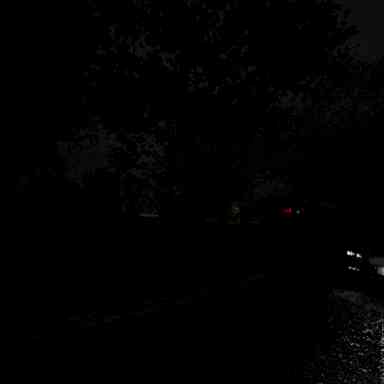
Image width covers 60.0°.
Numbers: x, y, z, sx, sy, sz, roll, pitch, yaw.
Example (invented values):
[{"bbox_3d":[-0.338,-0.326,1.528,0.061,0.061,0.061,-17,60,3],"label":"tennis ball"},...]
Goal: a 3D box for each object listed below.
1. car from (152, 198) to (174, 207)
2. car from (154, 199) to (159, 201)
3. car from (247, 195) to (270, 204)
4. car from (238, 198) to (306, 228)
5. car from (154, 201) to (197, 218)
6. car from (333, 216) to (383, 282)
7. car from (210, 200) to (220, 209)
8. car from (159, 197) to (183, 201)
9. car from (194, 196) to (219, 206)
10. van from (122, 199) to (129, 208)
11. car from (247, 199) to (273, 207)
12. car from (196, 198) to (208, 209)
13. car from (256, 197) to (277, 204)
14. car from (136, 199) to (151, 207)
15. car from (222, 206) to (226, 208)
[{"bbox_3d":[-5.905,2.119,67.200,2.097,1.535,5.008,0,0,-36],"label":"car"},{"bbox_3d":[-8.054,2.118,65.395,1.946,1.575,5.366,0,0,-36],"label":"car"},{"bbox_3d":[16.761,1.915,83.695,2.435,2.045,5.566,0,0,-36],"label":"car"},{"bbox_3d":[5.884,1.536,25.063,2.150,2.045,5.566,4,-4,-31],"label":"car"},{"bbox_3d":[-2.081,2.072,36.611,2.128,1.511,4.902,4,-3,-35],"label":"car"},{"bbox_3d":[5.222,1.498,9.629,2.128,1.511,4.902,2,1,22],"label":"car"},{"bbox_3d":[2.077,2.158,56.829,2.002,1.452,4.674,0,0,-36],"label":"car"},{"bbox_3d":[-2.437,1.872,53.566,2.435,2.045,5.566,0,0,-36],"label":"car"},{"bbox_3d":[3.172,1.878,73.784,2.435,2.045,5.566,0,0,-36],"label":"car"},{"bbox_3d":[-12.761,1.902,62.333,1.878,1.987,4.442,0,0,-36],"label":"van"},{"bbox_3d":[13.221,2.134,64.968,2.097,1.535,5.008,0,0,-36],"label":"car"},{"bbox_3d":[-0.288,1.868,55.136,2.435,2.045,5.566,0,0,-36],"label":"car"},{"bbox_3d":[19.015,2.176,85.363,2.231,1.521,4.892,0,0,-36],"label":"car"},{"bbox_3d":[-10.410,2.154,63.868,2.163,1.488,4.792,0,0,-36],"label":"car"},{"bbox_3d":[4.224,2.119,58.400,2.097,1.535,5.008,0,0,-36],"label":"car"}]
